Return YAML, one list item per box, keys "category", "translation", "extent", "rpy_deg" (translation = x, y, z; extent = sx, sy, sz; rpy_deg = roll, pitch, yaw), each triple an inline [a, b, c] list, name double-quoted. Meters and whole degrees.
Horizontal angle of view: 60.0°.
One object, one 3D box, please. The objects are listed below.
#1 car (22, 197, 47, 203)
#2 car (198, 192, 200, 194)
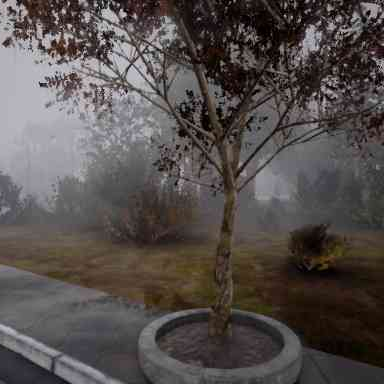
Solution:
- category: "car"
  translation: [-21.668, 1.229, 44.622]
  extent: [1.994, 1.385, 4.181]
  rpy_deg: [1, 0, 32]
- category: "car"
  translation: [0.907, 0.968, 60.265]
  extent: [2.150, 2.045, 5.566]
  rpy_deg: [1, 0, 32]
